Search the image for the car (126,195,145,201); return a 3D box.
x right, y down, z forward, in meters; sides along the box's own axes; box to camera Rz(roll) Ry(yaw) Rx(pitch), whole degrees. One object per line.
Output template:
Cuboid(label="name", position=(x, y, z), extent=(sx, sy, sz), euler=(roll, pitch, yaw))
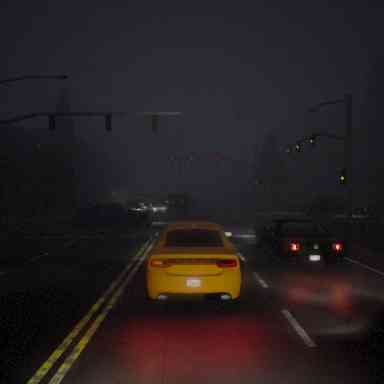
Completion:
Cuboid(label="car", position=(-8.207, 1.564, 46.388), extent=(1.994, 1.385, 4.181), euler=(0, 0, -1))

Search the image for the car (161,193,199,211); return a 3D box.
Cuboid(label="car", position=(-1.199, 1.221, 37.044), extent=(2.150, 2.045, 5.566), euler=(1, 0, 15))

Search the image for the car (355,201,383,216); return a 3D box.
Cuboid(label="car", position=(18.774, 1.547, 32.151), extent=(5.357, 1.411, 2.033), euler=(0, 0, -2))

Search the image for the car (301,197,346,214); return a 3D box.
Cuboid(label="car", position=(14.084, 1.352, 35.517), extent=(4.553, 1.767, 2.097), euler=(0, 0, -2))

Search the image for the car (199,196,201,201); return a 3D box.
Cuboid(label="car", position=(1.308, 1.595, 88.165), extent=(1.895, 1.301, 4.718), euler=(0, 0, -1))

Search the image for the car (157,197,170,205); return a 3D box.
Cuboid(label="car", position=(-5.027, 1.564, 59.730), extent=(1.994, 1.385, 4.181), euler=(0, 0, -1))

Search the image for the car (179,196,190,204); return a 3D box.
Cuboid(label="car", position=(-1.495, 1.491, 65.064), extent=(2.128, 1.511, 4.902), euler=(0, 0, -1))

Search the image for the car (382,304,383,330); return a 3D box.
Cuboid(label="car", position=(3.598, 1.478, 2.663), extent=(1.882, 1.535, 5.008), euler=(0, 0, 0))

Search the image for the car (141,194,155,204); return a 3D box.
Cuboid(label="car", position=(-8.640, 1.352, 65.508), extent=(2.097, 1.767, 4.553), euler=(0, 0, -1))

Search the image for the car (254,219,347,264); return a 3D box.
Cuboid(label="car", position=(3.502, 1.601, 11.753), extent=(1.895, 1.301, 4.718), euler=(0, 0, -1))

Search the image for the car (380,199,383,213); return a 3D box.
Cuboid(label="car", position=(23.061, 1.526, 35.763), extent=(4.674, 1.442, 1.812), euler=(0, 0, -2))

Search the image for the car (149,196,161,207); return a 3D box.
Cuboid(label="car", position=(-4.792, 1.564, 49.700), extent=(1.994, 1.385, 4.181), euler=(0, 0, -2))

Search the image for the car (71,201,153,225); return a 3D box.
Cuboid(label="car", position=(-5.711, 1.548, 23.719), extent=(5.357, 1.411, 2.033), euler=(0, 0, -4))

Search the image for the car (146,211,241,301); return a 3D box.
Cuboid(label="car", position=(0.034, 1.478, 8.429), extent=(1.882, 1.535, 5.008), euler=(0, 0, 0))

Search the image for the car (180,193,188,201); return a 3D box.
Cuboid(label="car", position=(-2.195, 1.225, 88.230), extent=(2.150, 2.045, 5.566), euler=(0, 0, -1))

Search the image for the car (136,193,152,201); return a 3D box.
Cuboid(label="car", position=(-8.439, 1.221, 55.708), extent=(2.150, 2.045, 5.566), euler=(0, 0, -1))
